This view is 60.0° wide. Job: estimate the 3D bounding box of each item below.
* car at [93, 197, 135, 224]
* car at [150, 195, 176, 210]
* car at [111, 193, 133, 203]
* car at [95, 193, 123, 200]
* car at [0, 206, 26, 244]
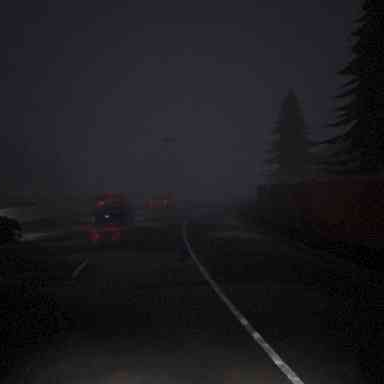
[{"bbox_3d":[-5.452,1.418,24.060,1.882,1.535,5.008,-1,0,2],"label":"car"},{"bbox_3d":[-3.451,1.166,40.318,2.097,1.767,4.553,-1,0,11],"label":"car"},{"bbox_3d":[-13.874,1.160,65.816,2.097,1.767,4.553,-1,0,21],"label":"car"},{"bbox_3d":[-8.144,1.144,34.137,2.150,2.045,5.566,-1,0,8],"label":"car"},{"bbox_3d":[-8.684,1.406,13.294,2.097,1.767,4.553,-1,0,-5],"label":"car"}]
